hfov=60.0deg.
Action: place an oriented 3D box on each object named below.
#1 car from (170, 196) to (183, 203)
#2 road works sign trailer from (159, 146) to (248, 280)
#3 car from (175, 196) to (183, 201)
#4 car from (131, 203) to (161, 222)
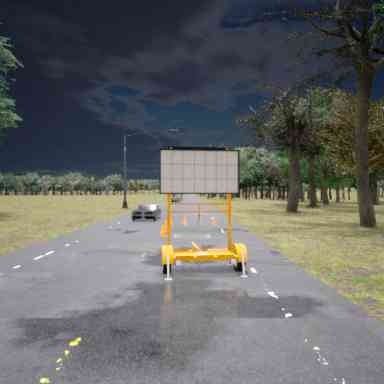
[{"bbox_3d":[-3.483,1.621,66.958,2.033,1.411,5.357,0,0,0],"label":"car"},{"bbox_3d":[0.200,0.461,10.005,2.380,3.560,2.880,0,0,-8],"label":"road works sign trailer"},{"bbox_3d":[-3.465,1.705,89.269,1.994,1.385,4.181,0,0,0],"label":"car"},{"bbox_3d":[-3.589,1.603,26.582,1.895,1.301,4.718,0,0,0],"label":"car"}]
